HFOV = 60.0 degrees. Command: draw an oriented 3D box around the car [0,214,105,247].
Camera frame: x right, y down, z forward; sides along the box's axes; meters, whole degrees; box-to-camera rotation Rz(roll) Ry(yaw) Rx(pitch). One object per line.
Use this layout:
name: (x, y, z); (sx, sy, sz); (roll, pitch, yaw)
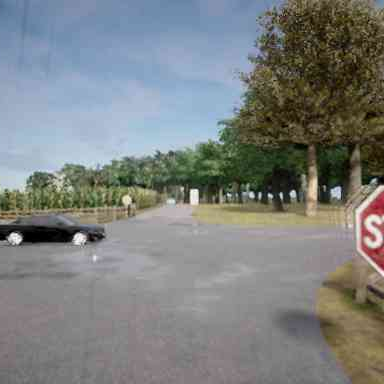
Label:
car: (-6.882, 1.837, 16.561); (5.008, 1.535, 1.882); (0, -2, 0)

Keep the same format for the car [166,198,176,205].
car: (-4.626, 2.169, 73.597); (1.812, 1.442, 4.674); (0, -1, 0)
